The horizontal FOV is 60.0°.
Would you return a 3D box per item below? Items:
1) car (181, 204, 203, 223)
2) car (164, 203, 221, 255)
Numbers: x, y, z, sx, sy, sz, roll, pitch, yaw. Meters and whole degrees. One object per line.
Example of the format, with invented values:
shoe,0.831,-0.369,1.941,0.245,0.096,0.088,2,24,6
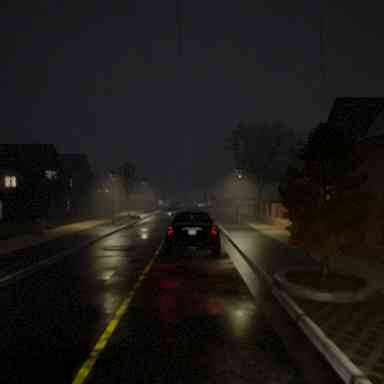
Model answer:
car,0.012,1.859,29.380,1.812,1.442,4.674,0,-1,0
car,0.006,1.498,14.072,2.097,1.767,4.553,0,-1,0
